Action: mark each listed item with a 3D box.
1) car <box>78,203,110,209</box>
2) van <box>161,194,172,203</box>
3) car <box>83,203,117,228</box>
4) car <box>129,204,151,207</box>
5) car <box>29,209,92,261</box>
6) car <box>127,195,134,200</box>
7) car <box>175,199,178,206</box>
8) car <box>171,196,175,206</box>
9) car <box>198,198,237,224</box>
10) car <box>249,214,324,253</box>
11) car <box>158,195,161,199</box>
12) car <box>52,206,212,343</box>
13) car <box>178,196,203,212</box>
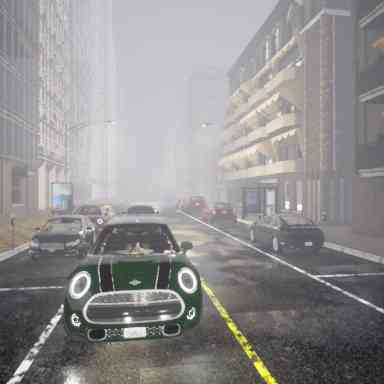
[{"bbox_3d":[-5.480,1.443,17.876,1.967,1.590,4.097,0,0,-9],"label":"car"},{"bbox_3d":[-5.026,1.377,69.396,1.690,1.788,3.998,0,0,-9],"label":"van"},{"bbox_3d":[-6.323,1.531,23.288,1.752,1.417,4.829,0,0,-9],"label":"car"},{"bbox_3d":[-2.978,1.481,19.321,1.882,1.535,5.008,0,0,-9],"label":"car"},{"bbox_3d":[-4.609,1.552,12.294,2.008,1.369,4.403,0,0,-9],"label":"car"},{"bbox_3d":[-16.785,1.499,90.432,1.967,1.590,4.097,0,0,-9],"label":"car"},{"bbox_3d":[-0.678,1.595,41.490,1.802,1.307,4.206,0,0,-9],"label":"car"},{"bbox_3d":[-1.547,1.597,47.072,1.802,1.307,4.206,0,0,-9],"label":"car"},{"bbox_3d":[1.931,1.446,24.746,1.967,1.590,4.097,0,0,-9],"label":"car"},{"bbox_3d":[3.671,1.552,13.585,2.008,1.369,4.403,0,0,-9],"label":"car"},{"bbox_3d":[-5.895,1.607,74.978,1.947,1.339,4.313,0,0,-9],"label":"car"},{"bbox_3d":[-1.134,1.352,6.816,2.097,1.767,4.553,0,0,-9],"label":"car"},{"bbox_3d":[0.193,1.325,35.909,2.192,1.841,5.009,0,0,-9],"label":"car"}]
